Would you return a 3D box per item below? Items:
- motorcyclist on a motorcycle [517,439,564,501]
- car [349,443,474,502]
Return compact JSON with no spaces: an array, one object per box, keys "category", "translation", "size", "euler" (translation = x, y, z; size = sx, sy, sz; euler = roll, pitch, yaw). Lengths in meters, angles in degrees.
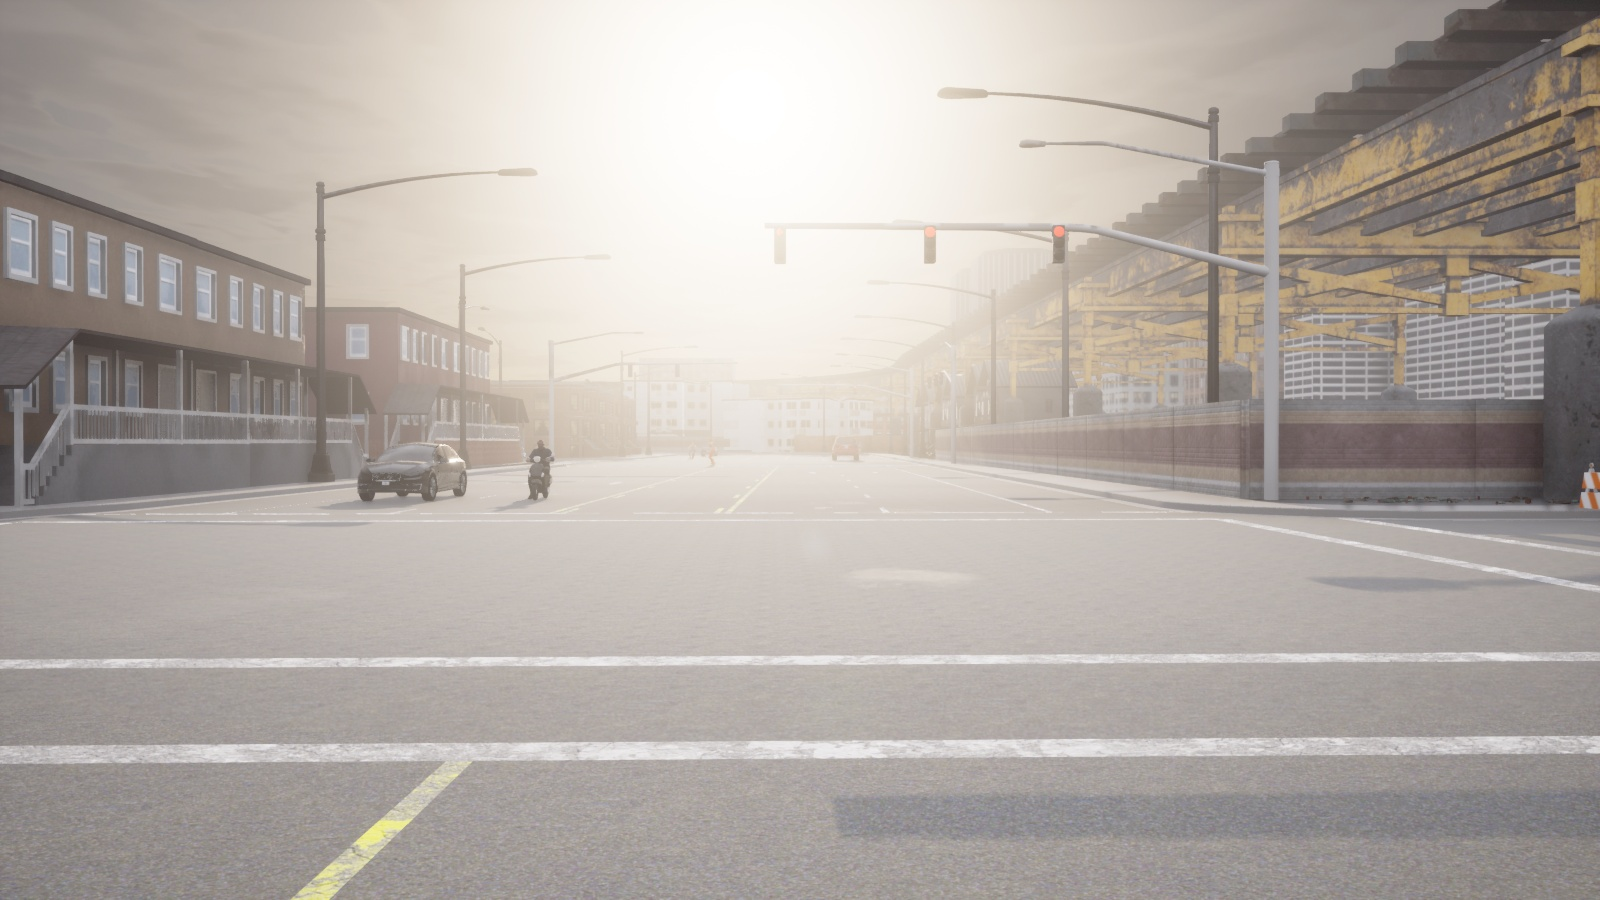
[{"category":"motorcyclist on a motorcycle","translation":[-6.884,0.506,33.335],"size":[0.866,1.590,1.817],"euler":[0,0,0]},{"category":"car","translation":[-10.382,0.552,33.928],"size":[1.837,1.490,4.892],"euler":[0,0,0]}]
